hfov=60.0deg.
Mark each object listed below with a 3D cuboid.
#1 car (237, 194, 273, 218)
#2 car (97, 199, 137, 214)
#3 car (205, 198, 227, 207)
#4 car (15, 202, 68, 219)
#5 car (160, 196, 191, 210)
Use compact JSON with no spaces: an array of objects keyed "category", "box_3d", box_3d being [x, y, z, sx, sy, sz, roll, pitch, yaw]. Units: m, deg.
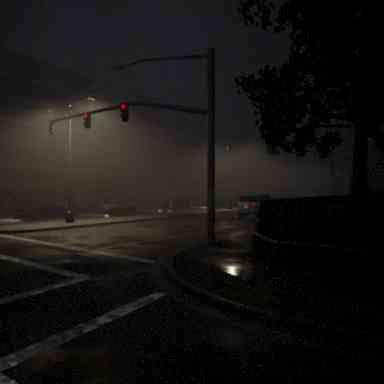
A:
[{"category":"car","box_3d":[5.915,1.221,28.857,2.150,2.045,5.566,0,0,36]},{"category":"car","box_3d":[-7.915,1.522,35.675,1.812,1.442,4.674,0,0,36]},{"category":"car","box_3d":[3.703,1.562,51.564,1.994,1.385,4.181,0,0,36]},{"category":"car","box_3d":[-12.927,1.562,28.809,1.994,1.385,4.181,0,0,36]},{"category":"car","box_3d":[-2.160,1.350,43.554,2.097,1.767,4.553,0,0,36]}]
